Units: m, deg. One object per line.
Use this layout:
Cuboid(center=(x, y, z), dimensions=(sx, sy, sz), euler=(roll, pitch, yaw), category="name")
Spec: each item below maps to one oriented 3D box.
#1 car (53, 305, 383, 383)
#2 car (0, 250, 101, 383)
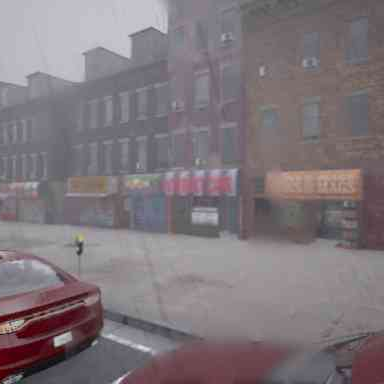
Cuboid(center=(1.262, 1.581, 1.901), dimensions=(4.206, 1.307, 1.802), euler=(-1, 0, 36), category="car")
Cuboid(center=(-3.315, 1.597, 5.171), dimensions=(4.507, 1.381, 1.887), euler=(-1, 0, 36), category="car")
